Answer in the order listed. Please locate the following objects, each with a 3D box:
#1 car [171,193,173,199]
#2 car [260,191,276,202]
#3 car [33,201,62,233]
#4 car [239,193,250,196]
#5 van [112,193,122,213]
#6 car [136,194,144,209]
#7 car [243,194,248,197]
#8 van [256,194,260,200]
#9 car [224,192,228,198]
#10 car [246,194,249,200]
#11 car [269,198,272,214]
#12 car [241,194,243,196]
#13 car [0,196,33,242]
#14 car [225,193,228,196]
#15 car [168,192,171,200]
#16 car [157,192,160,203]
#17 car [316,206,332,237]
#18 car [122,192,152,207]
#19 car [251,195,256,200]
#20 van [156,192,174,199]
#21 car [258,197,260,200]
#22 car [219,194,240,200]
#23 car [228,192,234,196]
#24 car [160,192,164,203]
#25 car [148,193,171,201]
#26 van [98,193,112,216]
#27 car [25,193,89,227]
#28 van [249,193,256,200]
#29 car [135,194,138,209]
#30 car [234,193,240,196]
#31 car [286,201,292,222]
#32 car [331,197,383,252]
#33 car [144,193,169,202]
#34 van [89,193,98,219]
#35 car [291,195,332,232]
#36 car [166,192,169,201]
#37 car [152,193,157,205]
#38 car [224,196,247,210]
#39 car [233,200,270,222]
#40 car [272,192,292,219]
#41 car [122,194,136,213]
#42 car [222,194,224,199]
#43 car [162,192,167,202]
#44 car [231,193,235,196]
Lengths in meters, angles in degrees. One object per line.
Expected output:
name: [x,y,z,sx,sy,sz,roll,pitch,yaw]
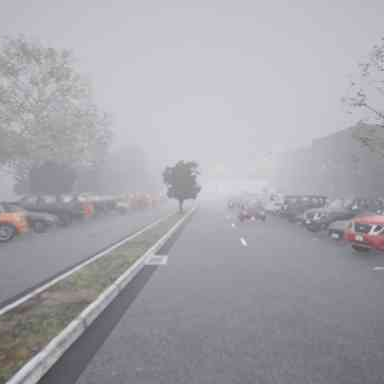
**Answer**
car: [-7.373,1.179,70.619,5.366,1.575,1.946,0,0,-19]
car: [9.496,1.267,30.289,5.566,2.045,2.435,2,0,-17]
car: [-9.492,1.357,17.284,4.674,1.452,2.002,0,0,-17]
car: [10.683,1.324,54.349,4.553,1.767,2.185,1,0,-18]
van: [-8.709,1.062,29.207,4.442,1.987,1.878,0,0,-17]
car: [-8.292,1.296,38.096,4.792,1.488,2.163,0,0,-17]
car: [10.455,1.469,48.315,5.008,1.535,2.097,2,1,-18]
van: [9.702,1.273,36.242,4.442,1.987,1.878,2,1,-17]
car: [11.020,1.394,81.539,4.674,1.452,2.002,1,0,-21]
car: [10.473,1.479,45.366,5.366,1.575,1.946,2,0,-17]
car: [9.296,1.525,27.277,5.008,1.535,2.097,2,1,-17]
car: [10.570,1.460,51.332,4.892,1.521,2.231,1,0,-18]
car: [-9.627,1.199,14.314,4.553,1.767,2.185,0,0,-17]
car: [11.063,1.406,78.515,4.674,1.452,2.002,1,1,-21]
car: [-7.253,1.198,64.761,5.008,1.535,2.097,0,0,-19]
car: [-7.684,1.112,49.961,4.553,1.767,2.185,0,0,-17]
car: [8.579,1.585,15.264,4.792,1.488,2.163,2,1,-17]
car: [-8.180,1.008,41.043,5.566,2.045,2.435,0,0,-17]
car: [10.002,1.524,39.300,4.792,1.488,2.163,2,0,-17]
van: [-7.436,0.889,91.454,4.442,1.987,1.878,0,0,-22]
car: [9.638,1.510,33.278,5.008,1.535,2.097,2,1,-17]
car: [10.528,1.299,93.543,5.366,1.575,1.946,1,0,-22]
car: [11.046,1.147,69.437,5.566,2.045,2.435,1,0,-20]
car: [-7.582,1.230,52.916,5.008,1.535,2.097,0,0,-18]
car: [-7.166,1.047,73.654,4.553,1.767,2.185,0,0,-20]
van: [-8.875,1.070,26.233,4.442,1.987,1.878,0,0,-17]
car: [-9.347,1.059,20.242,5.566,2.045,2.435,0,0,-17]
van: [10.034,1.257,42.258,4.442,1.987,1.878,2,1,-17]
car: [-8.512,1.304,35.101,4.792,1.488,2.163,0,0,-17]
car: [10.897,1.430,60.393,5.008,1.535,2.097,1,0,-19]
car: [8.922,1.569,21.266,4.792,1.488,2.163,1,1,-17]
car: [8.414,1.312,12.258,5.566,2.045,2.435,1,1,-17]
car: [-7.252,1.065,67.717,4.553,1.767,2.185,0,0,-19]
van: [-9.041,1.077,23.260,4.442,1.987,1.878,0,0,-17]
car: [8.760,1.296,18.262,5.566,2.045,2.435,2,1,-17]
car: [-7.288,1.236,61.816,4.792,1.488,2.163,0,0,-18]
car: [-7.822,1.249,44.081,5.366,1.575,1.946,0,0,-17]
car: [5.449,1.539,42.138,1.895,1.301,4.718,1,0,3]
car: [4.556,1.581,26.182,1.895,1.301,4.718,1,0,3]
car: [9.153,1.282,24.290,5.566,2.045,2.435,2,0,-17]
car: [-8.473,1.278,32.197,5.366,1.575,1.946,0,0,-17]
car: [10.978,1.344,84.557,4.892,1.521,2.231,1,0,-21]
car: [-7.422,1.245,58.825,4.792,1.488,2.163,0,0,-18]
car: [11.035,1.410,66.429,5.008,1.535,2.097,1,0,-19]
